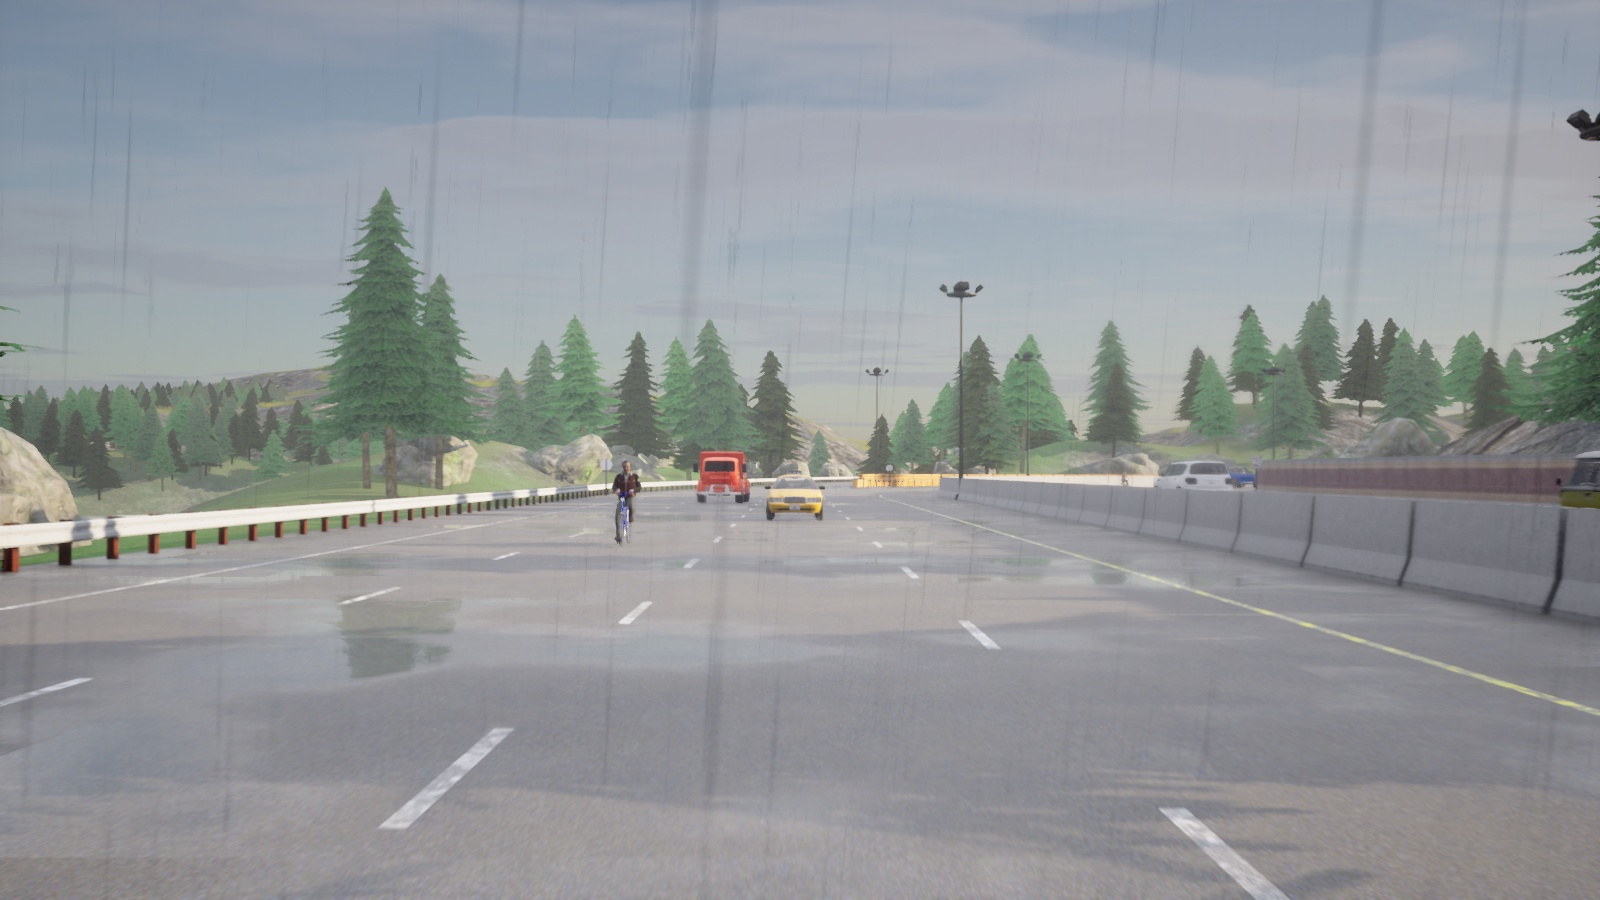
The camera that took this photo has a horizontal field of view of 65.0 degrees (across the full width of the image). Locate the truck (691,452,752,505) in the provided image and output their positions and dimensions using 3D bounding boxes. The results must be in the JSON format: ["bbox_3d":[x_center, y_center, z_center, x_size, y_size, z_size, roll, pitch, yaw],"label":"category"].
[{"bbox_3d":[-3.764,1.357,61.159,2.627,2.467,5.204,0,-1,0],"label":"truck"}]

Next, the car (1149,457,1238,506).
[{"bbox_3d":[17.268,1.382,55.470,2.150,2.045,5.566,0,-1,0],"label":"car"}]

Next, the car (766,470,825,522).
[{"bbox_3d":[-0.156,1.430,40.904,1.801,1.575,5.366,0,-1,0],"label":"car"}]

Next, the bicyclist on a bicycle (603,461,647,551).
[{"bbox_3d":[-3.578,1.127,25.782,0.659,1.776,1.843,0,-1,0],"label":"bicyclist on a bicycle"}]

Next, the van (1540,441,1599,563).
[{"bbox_3d":[13.949,0.841,19.920,1.775,1.987,4.442,0,-1,0],"label":"van"}]
